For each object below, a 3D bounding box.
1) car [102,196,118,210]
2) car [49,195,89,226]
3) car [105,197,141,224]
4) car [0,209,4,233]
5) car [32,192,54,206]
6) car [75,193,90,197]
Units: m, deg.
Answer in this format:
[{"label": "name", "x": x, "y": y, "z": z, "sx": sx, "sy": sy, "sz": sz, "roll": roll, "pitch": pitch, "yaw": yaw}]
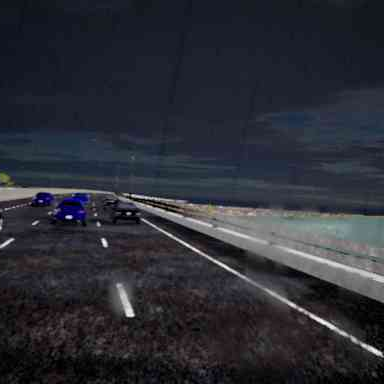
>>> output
[{"label": "car", "x": -8.814, "y": 1.152, "z": 36.539, "sx": 2.128, "sy": 1.511, "sz": 4.902, "roll": 4, "pitch": 0, "yaw": -16}, {"label": "car", "x": -7.341, "y": 1.166, "z": 20.228, "sx": 1.812, "sy": 1.442, "sz": 4.674, "roll": 4, "pitch": 0, "yaw": -18}, {"label": "car", "x": -4.802, "y": 1.382, "z": 23.724, "sx": 2.033, "sy": 1.411, "sz": 5.357, "roll": 4, "pitch": 0, "yaw": -17}, {"label": "car", "x": -8.618, "y": 1.009, "z": 12.712, "sx": 1.837, "sy": 1.490, "sz": 4.892, "roll": 4, "pitch": 0, "yaw": -18}, {"label": "car", "x": -15.609, "y": 0.723, "z": 35.103, "sx": 1.812, "sy": 1.442, "sz": 4.674, "roll": 4, "pitch": 0, "yaw": -17}, {"label": "car", "x": -14.173, "y": 0.827, "z": 42.418, "sx": 1.882, "sy": 1.535, "sz": 5.008, "roll": 4, "pitch": 0, "yaw": -17}]
